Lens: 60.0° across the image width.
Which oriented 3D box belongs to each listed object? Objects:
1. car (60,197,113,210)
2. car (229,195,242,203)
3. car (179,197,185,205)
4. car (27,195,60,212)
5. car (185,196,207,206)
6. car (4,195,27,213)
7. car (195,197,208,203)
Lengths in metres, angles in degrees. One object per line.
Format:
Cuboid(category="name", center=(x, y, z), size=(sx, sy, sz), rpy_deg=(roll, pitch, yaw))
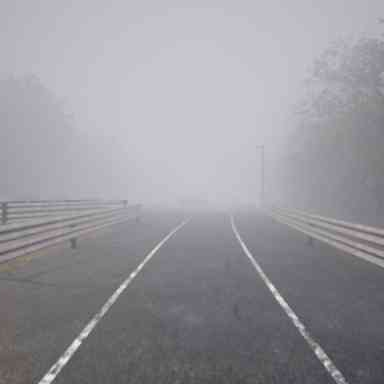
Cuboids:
Cuboid(category="car", center=(-8.805, 1.204, 29.172), size=(1.882, 1.535, 5.008), rpy_deg=(0, -1, 19))
Cuboid(category="car", center=(11.005, 1.723, 86.223), size=(2.150, 2.045, 5.566), rpy_deg=(0, -1, 19))
Cuboid(category="car", center=(-1.016, 1.670, 62.185), size=(1.812, 1.442, 4.674), rpy_deg=(0, -1, 19))
Cuboid(category="car", center=(-12.096, 1.207, 30.365), size=(2.128, 1.511, 4.902), rpy_deg=(0, -1, 19))
Cuboid(category="car", center=(0.963, 1.466, 57.158), size=(2.097, 1.767, 4.553), rpy_deg=(1, 0, 19))
Cuboid(category="car", center=(-15.402, 1.056, 31.512), size=(2.097, 1.767, 4.553), rpy_deg=(0, -1, 19))
Cuboid(category="car", center=(2.428, 1.922, 82.847), size=(1.812, 1.442, 4.674), rpy_deg=(0, -1, 19))
